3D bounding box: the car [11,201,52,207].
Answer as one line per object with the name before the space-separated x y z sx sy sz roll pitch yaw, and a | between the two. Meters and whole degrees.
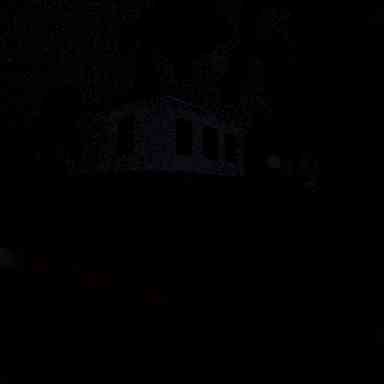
car | -14.643 1.528 29.155 2.033 1.411 5.357 0 0 29
